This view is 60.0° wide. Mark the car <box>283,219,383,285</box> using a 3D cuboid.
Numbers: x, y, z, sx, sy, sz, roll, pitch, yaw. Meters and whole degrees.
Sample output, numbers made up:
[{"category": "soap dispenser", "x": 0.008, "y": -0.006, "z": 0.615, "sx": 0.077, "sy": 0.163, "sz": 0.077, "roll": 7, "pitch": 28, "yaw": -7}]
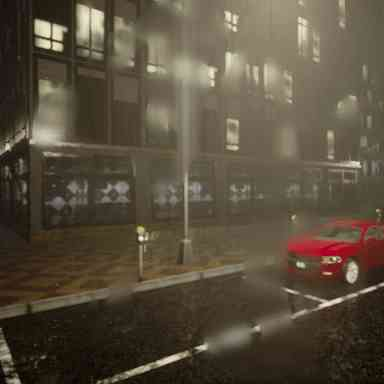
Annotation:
[{"category": "car", "x": 4.435, "y": 1.481, "z": 9.260, "sx": 4.507, "sy": 1.381, "sz": 1.887, "roll": -1, "pitch": 0, "yaw": -35}]
